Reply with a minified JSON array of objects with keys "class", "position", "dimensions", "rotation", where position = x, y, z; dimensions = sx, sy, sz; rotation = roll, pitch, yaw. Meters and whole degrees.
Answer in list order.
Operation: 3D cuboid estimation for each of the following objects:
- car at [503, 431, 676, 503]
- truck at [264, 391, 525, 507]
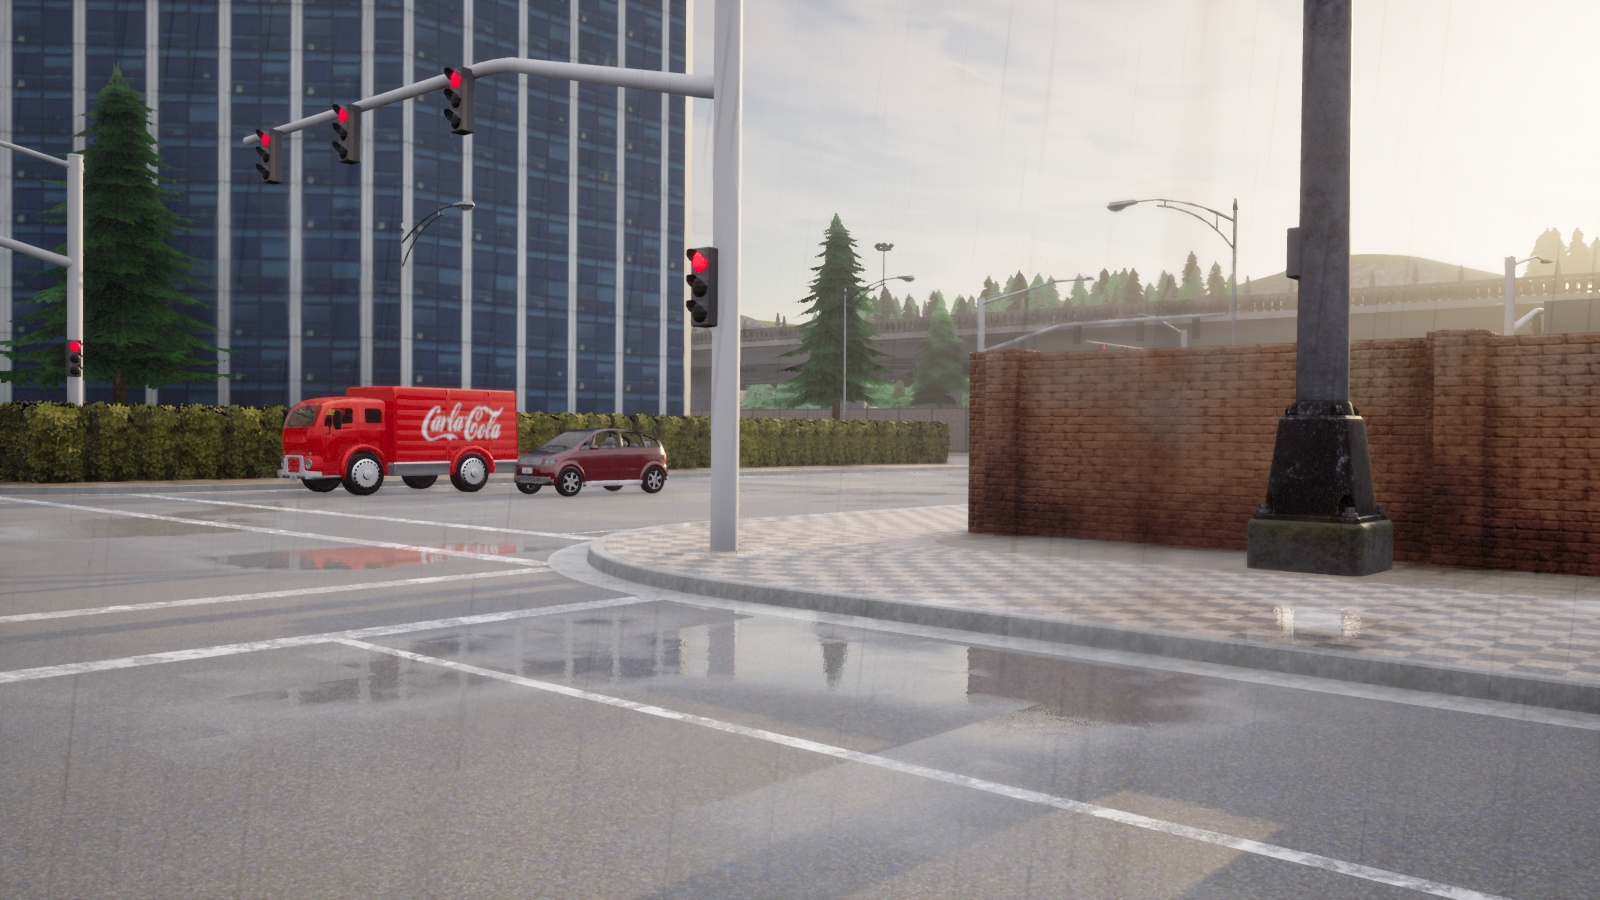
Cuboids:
[{"class":"car","position":[-4.882,0.352,29.483],"dimensions":[1.789,1.549,3.705],"rotation":[0,1,41]},{"class":"truck","position":[-9.435,-0.078,29.590],"dimensions":[2.627,2.467,5.204],"rotation":[0,1,41]}]
